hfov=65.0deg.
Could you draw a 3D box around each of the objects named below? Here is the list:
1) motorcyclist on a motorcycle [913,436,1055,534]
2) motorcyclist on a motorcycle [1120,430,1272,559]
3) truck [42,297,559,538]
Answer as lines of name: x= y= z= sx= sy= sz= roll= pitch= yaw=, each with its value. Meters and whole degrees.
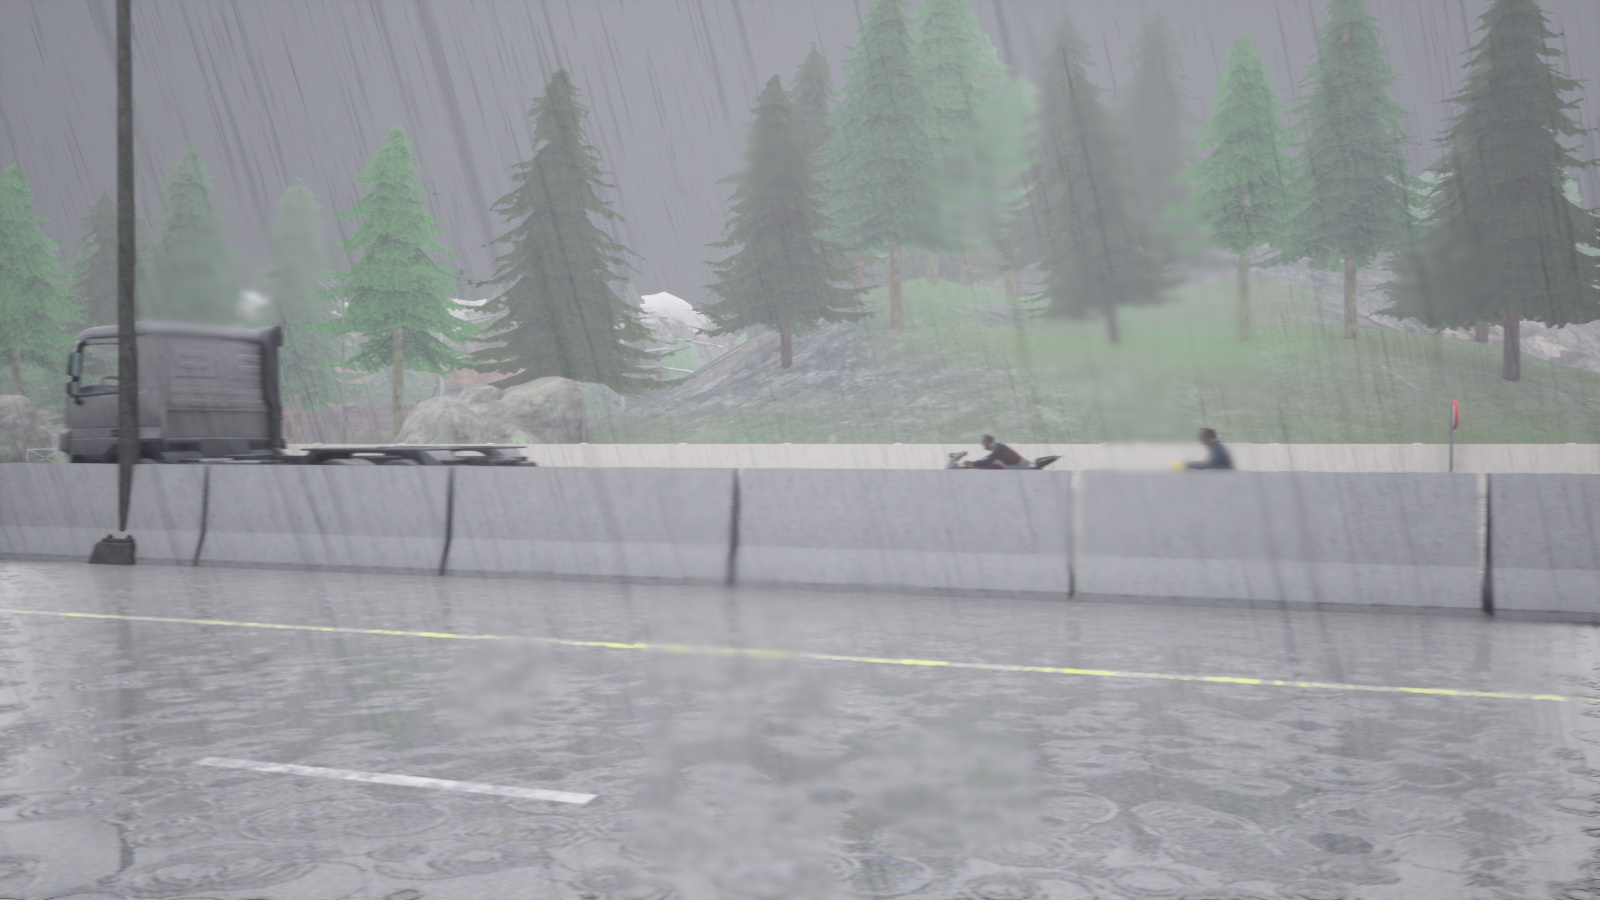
motorcyclist on a motorcycle: x=3.025 y=0.542 z=20.638 sx=2.191 sy=1.530 sz=0.866 roll=1 pitch=1 yaw=19
motorcyclist on a motorcycle: x=5.112 y=0.539 z=16.242 sx=1.817 sy=1.590 sz=0.866 roll=0 pitch=1 yaw=19
truck: x=-8.214 y=-0.518 z=20.712 sx=7.936 sy=3.462 sz=2.891 roll=1 pitch=1 yaw=19
